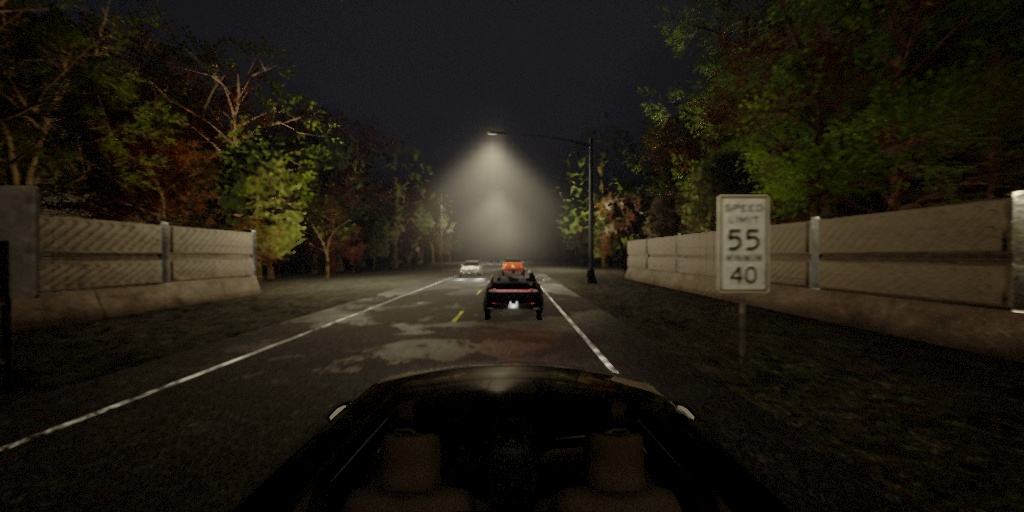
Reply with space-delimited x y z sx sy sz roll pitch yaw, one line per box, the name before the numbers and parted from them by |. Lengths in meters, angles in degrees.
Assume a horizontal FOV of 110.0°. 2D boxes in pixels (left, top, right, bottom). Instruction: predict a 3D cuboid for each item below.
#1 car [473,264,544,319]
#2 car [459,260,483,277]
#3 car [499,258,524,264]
car | 0.056 1.194 12.595 2.128 1.511 4.902 0 0 0
car | -3.589 1.122 32.456 1.812 1.442 4.674 0 0 0
car | 0.098 0.931 35.210 2.097 1.767 4.553 0 0 0
